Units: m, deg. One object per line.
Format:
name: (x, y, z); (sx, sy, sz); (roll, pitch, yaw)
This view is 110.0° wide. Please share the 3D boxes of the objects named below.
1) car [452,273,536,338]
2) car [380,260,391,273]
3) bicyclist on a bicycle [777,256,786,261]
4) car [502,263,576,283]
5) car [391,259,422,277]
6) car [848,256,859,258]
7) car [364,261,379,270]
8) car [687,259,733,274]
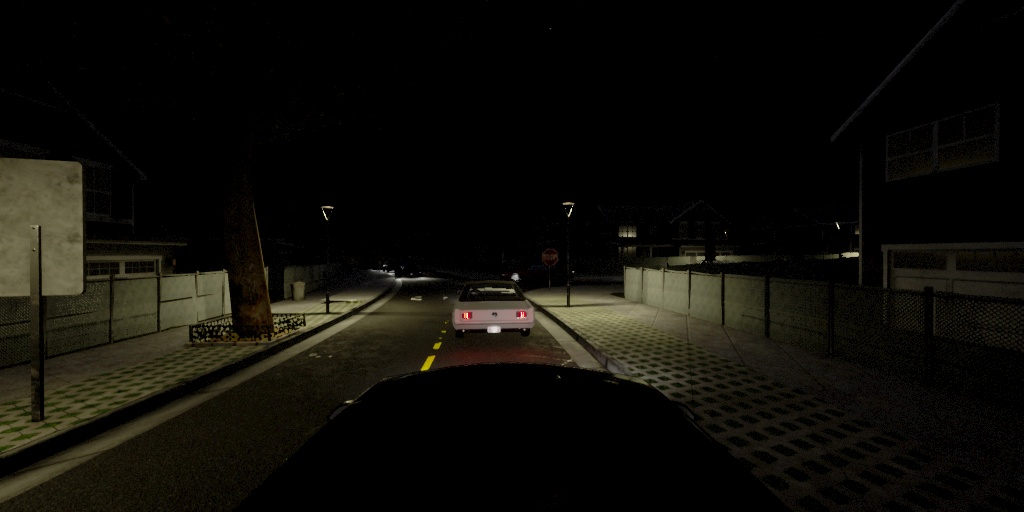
car: (-0.617, 1.347, 10.194); (1.895, 1.301, 4.718); (0, 0, -6)
car: (-14.526, 1.226, 43.830); (1.837, 1.490, 4.892); (0, 0, -29)
bicyclist on a bicycle: (16.596, 0.799, 22.060); (0.582, 1.620, 1.656); (-1, 0, -9)
car: (1.851, 1.183, 25.982); (5.357, 1.411, 2.033); (-1, 1, -3)
car: (-10.159, 1.075, 34.980); (2.097, 1.767, 4.553); (0, 0, -24)
car: (29.374, 0.753, 30.409); (5.008, 1.535, 1.882); (-1, 1, -12)
car: (-20.160, 1.327, 52.526); (1.895, 1.301, 4.718); (0, 0, -36)
car: (15.119, 0.957, 27.817); (4.902, 1.511, 2.128); (-1, 1, -9)
